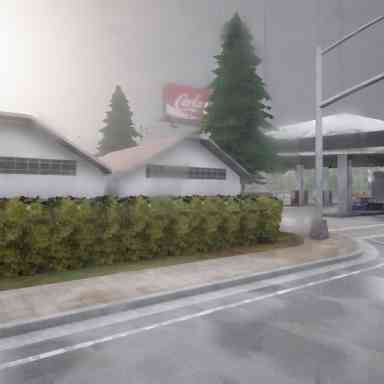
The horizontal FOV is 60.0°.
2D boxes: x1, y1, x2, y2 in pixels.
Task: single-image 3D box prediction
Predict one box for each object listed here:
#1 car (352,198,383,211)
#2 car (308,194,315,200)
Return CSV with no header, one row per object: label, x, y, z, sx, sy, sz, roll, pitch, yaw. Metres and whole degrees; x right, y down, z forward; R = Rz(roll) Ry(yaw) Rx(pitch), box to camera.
car,20.814,1.480,39.371,4.611,1.667,2.242,0,0,-36
car,31.815,1.330,88.879,2.152,1.636,5.027,0,0,-36
